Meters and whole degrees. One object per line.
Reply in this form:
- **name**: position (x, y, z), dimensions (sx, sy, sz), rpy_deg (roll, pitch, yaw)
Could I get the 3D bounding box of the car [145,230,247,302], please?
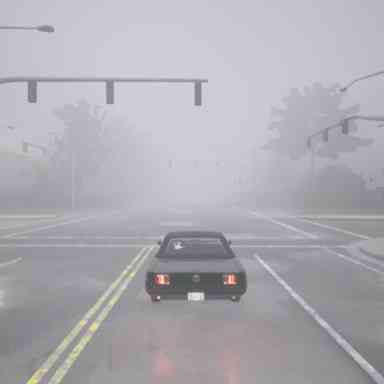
- **car**: position (0.066, 1.606, 8.242), dimensions (1.895, 1.301, 4.718), rpy_deg (0, 0, 0)
